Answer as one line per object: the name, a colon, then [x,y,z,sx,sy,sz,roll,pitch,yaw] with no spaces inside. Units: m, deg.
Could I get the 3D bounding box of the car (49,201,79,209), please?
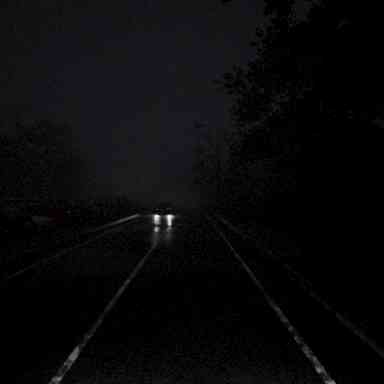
car: [-23.360,2.410,60.675,4.674,1.452,2.002,0,-2,0]

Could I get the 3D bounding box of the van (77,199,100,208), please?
van: [-23.227,2.522,74.653,4.442,1.987,1.878,0,-2,0]

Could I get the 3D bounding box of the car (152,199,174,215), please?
car: [-3.326,1.901,39.957,1.837,1.490,4.892,0,-1,0]

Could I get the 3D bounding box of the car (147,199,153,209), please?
car: [-10.095,2.292,57.905,5.366,1.575,1.946,0,-2,0]

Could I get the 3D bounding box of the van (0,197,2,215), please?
van: [-23.264,1.547,35.899,4.442,1.987,1.878,0,-1,0]

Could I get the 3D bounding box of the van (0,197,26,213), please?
van: [-23.259,1.621,41.290,4.442,1.987,1.878,0,-1,0]

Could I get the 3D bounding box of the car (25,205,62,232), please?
car: [-10.320,1.628,19.065,4.674,1.452,2.002,0,-1,0]

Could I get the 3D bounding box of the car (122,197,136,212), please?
car: [-10.324,1.595,41.261,5.566,2.045,2.435,0,-2,0]

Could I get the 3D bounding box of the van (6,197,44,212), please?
van: [-23.487,1.770,46.836,4.442,1.987,1.878,0,-2,0]

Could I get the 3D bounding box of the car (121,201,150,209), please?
car: [-10.271,2.371,60.680,4.892,1.521,2.231,0,-2,0]

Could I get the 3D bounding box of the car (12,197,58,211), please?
car: [-23.340,1.820,49.606,5.566,2.045,2.435,0,-2,0]

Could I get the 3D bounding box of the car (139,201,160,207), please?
car: [-10.288,2.925,80.106,4.792,1.488,2.163,0,-2,0]

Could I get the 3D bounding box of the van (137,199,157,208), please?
van: [-10.378,2.594,77.337,4.442,1.987,1.878,0,-2,0]

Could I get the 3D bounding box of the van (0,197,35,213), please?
van: [-23.490,1.699,44.192,4.442,1.987,1.878,0,-2,0]

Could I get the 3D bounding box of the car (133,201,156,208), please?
car: [-10.238,2.700,71.780,4.792,1.488,2.163,0,-2,0]

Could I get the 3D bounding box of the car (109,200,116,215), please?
car: [-10.307,1.780,32.945,4.674,1.452,2.002,0,-1,0]

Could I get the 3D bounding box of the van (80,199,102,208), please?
van: [-23.458,2.597,77.423,4.442,1.987,1.878,0,-2,0]

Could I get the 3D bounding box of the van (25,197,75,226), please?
van: [-10.431,1.393,21.844,4.442,1.987,1.878,0,-1,0]

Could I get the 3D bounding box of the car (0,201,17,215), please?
car: [-23.383,1.802,38.666,5.008,1.535,2.097,0,-1,0]

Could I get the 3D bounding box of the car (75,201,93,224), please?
car: [-10.317,1.649,24.618,5.008,1.535,2.097,0,-1,0]

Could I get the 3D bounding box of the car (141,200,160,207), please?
car: [-10.288,2.847,82.882,4.553,1.767,2.185,0,-2,0]

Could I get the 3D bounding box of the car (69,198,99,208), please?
car: [-23.319,2.422,71.885,5.566,2.045,2.435,0,-2,0]

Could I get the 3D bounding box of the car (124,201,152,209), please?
car: [-10.281,2.446,63.455,4.892,1.521,2.231,0,-2,0]

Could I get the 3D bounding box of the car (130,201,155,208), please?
car: [-10.240,2.625,69.005,4.792,1.488,2.163,0,-2,0]

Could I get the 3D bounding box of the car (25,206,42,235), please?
car: [-10.349,1.588,16.290,4.792,1.488,2.163,0,-1,0]

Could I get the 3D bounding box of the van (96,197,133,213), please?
van: [-10.177,1.695,44.035,4.442,1.987,1.878,0,-2,0]

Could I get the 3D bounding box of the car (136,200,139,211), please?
car: [-10.293,2.036,46.803,4.674,1.452,2.002,0,-2,0]

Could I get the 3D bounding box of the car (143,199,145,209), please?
car: [-10.254,2.020,52.358,4.553,1.767,2.185,0,-2,0]

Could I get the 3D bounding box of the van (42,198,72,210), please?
van: [-23.477,2.070,57.913,4.442,1.987,1.878,0,-2,0]

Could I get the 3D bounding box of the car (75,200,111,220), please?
car: [-10.277,1.739,30.168,4.792,1.488,2.163,0,-1,0]

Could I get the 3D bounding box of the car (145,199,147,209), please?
car: [-10.252,2.095,55.133,4.553,1.767,2.185,0,-2,0]

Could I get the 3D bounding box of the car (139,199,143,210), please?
car: [-10.283,2.070,49.579,5.008,1.535,2.097,0,-2,0]

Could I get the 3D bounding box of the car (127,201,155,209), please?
car: [-10.087,2.517,66.230,5.366,1.575,1.946,0,-2,0]

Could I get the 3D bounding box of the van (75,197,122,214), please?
van: [-10.185,1.544,35.724,4.442,1.987,1.878,0,-1,0]

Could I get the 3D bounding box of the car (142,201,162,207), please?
car: [-10.248,3.055,85.657,4.892,1.521,2.231,0,-2,0]

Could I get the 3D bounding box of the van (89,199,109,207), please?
van: [-23.228,2.749,82.976,4.442,1.987,1.878,0,-2,0]

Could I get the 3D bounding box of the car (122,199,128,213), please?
car: [-10.328,1.830,38.504,4.792,1.488,2.163,0,-1,0]

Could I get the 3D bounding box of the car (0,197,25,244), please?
car: [-10.294,1.277,13.516,5.566,2.045,2.435,0,-1,0]

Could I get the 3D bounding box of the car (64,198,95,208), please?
car: [-23.321,2.347,69.116,5.566,2.045,2.435,0,-2,0]

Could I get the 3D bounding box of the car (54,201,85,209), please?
car: [-23.349,2.448,63.570,5.008,1.535,2.097,0,-2,0]

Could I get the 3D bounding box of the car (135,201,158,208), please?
car: [-10.235,2.775,74.555,4.792,1.488,2.163,0,-2,0]
